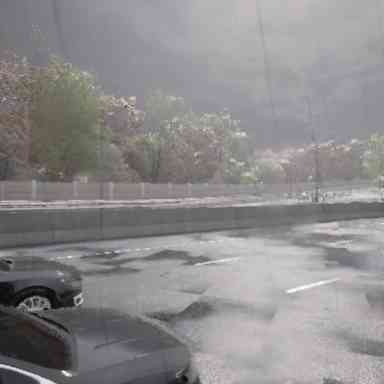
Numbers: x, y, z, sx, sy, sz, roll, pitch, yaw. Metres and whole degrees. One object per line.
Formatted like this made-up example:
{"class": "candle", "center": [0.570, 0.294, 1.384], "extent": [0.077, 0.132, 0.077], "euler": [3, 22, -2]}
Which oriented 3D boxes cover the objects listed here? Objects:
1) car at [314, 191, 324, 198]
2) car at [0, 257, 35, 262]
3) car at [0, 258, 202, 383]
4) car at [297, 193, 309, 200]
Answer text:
{"class": "car", "center": [33.021, 0.636, 86.316], "extent": [1.837, 1.490, 4.892], "euler": [0, 2, 34]}
{"class": "car", "center": [-4.189, 1.502, 5.057], "extent": [4.892, 1.490, 1.837], "euler": [0, 0, -36]}
{"class": "car", "center": [-2.156, 1.502, 2.207], "extent": [4.892, 1.490, 1.837], "euler": [0, 0, -36]}
{"class": "car", "center": [24.404, 1.064, 73.046], "extent": [2.128, 1.511, 4.902], "euler": [0, 1, 32]}
